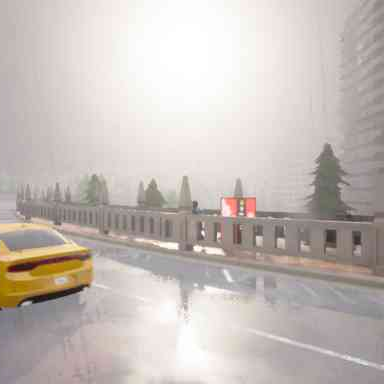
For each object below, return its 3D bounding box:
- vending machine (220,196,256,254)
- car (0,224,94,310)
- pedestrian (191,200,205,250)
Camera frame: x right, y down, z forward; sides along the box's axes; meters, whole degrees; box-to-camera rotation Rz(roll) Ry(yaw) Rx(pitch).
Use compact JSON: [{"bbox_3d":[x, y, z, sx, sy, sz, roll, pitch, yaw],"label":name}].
[{"bbox_3d":[1.764,1.195,12.652,0.880,2.100,1.100,0,0,41],"label":"vending machine"},{"bbox_3d":[-4.265,1.477,7.745,5.008,1.535,1.882,0,0,41],"label":"car"},{"bbox_3d":[0.136,1.141,12.074,0.375,1.860,0.375,0,0,41],"label":"pedestrian"}]
